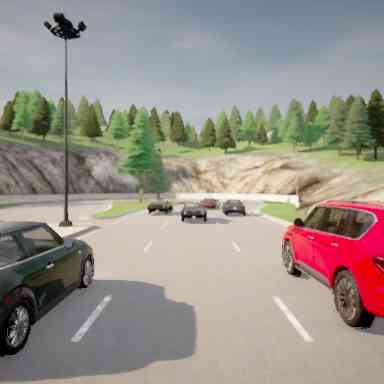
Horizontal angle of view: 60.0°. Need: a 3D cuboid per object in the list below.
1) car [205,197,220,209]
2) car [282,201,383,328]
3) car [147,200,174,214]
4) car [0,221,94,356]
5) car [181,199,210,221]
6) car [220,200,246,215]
[{"bbox_3d":[2.221,1.343,40.476,1.994,1.385,4.181,0,0,15],"label":"car"},{"bbox_3d":[3.601,1.182,7.041,2.150,2.045,5.566,0,0,0],"label":"car"},{"bbox_3d":[-2.971,1.422,32.654,1.895,1.301,4.718,0,0,5],"label":"car"},{"bbox_3d":[-3.399,1.318,6.169,2.097,1.767,4.553,0,0,0],"label":"car"},{"bbox_3d":[0.170,1.462,25.399,1.895,1.301,4.718,0,0,1],"label":"car"},{"bbox_3d":[3.945,1.392,31.419,1.994,1.385,4.181,0,0,4],"label":"car"}]
